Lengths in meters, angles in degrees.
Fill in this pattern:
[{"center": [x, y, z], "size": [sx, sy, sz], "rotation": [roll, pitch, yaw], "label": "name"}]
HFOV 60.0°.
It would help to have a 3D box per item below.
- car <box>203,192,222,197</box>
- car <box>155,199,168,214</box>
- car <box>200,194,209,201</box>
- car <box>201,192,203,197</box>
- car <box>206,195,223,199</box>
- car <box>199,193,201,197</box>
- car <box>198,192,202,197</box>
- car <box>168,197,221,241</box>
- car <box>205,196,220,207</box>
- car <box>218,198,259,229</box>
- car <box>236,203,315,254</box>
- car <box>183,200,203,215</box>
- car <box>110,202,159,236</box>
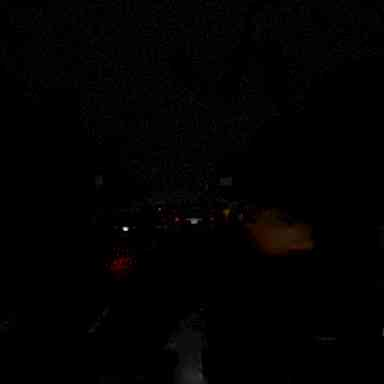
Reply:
[{"center": [3.207, 1.190, 46.541], "size": [2.435, 2.045, 5.566], "rotation": [0, 0, 0], "label": "car"}, {"center": [-3.159, 1.497, 34.797], "size": [1.812, 1.442, 4.674], "rotation": [0, 0, 0], "label": "car"}, {"center": [3.176, 1.411, 85.056], "size": [2.231, 1.521, 4.892], "rotation": [0, 0, 0], "label": "car"}, {"center": [3.198, 1.307, 57.531], "size": [2.185, 1.767, 4.553], "rotation": [0, 0, 0], "label": "car"}, {"center": [3.213, 1.447, 40.857], "size": [2.231, 1.521, 4.892], "rotation": [0, 0, 0], "label": "car"}, {"center": [3.244, 1.424, 70.145], "size": [2.231, 1.521, 4.892], "rotation": [0, 0, 1], "label": "car"}, {"center": [3.181, 1.163, 79.566], "size": [2.435, 2.045, 5.566], "rotation": [0, 0, 0], "label": "car"}, {"center": [0.100, 1.339, 16.787], "size": [2.097, 1.767, 4.553], "rotation": [0, 0, 0], "label": "car"}, {"center": [3.202, 1.434, 52.223], "size": [1.946, 1.575, 5.366], "rotation": [0, 0, 0], "label": "car"}, {"center": [3.226, 1.457, 24.473], "size": [1.946, 1.575, 5.366], "rotation": [0, 0, 0], "label": "car"}, {"center": [3.224, 1.466, 13.420], "size": [1.946, 1.575, 5.366], "rotation": [0, 0, 0], "label": "car"}, {"center": [0.090, 1.536, 34.388], "size": [1.994, 1.385, 4.181], "rotation": [0, 0, 0], "label": "car"}, {"center": [-3.149, 1.490, 18.174], "size": [1.837, 1.490, 4.892], "rotation": [0, 0, 0], "label": "car"}]
